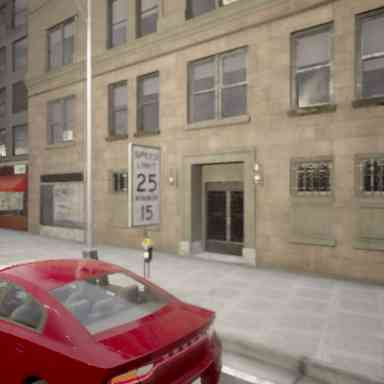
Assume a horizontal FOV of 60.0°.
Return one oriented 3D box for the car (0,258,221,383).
[{"bbox_3d":[-1.804,1.520,4.138,4.507,1.381,1.887,0,0,35],"label":"car"}]
